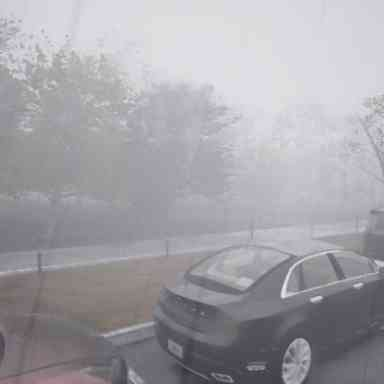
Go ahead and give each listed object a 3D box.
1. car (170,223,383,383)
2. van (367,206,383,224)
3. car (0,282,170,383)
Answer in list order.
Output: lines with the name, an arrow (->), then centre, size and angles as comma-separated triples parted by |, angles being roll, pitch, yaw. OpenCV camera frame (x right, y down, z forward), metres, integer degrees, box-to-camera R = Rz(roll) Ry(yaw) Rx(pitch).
car -> 1.743, 1.490, 5.274 | 4.892, 1.521, 2.231 | -1, 0, -37
van -> 6.395, 1.301, 8.543 | 4.442, 1.987, 1.878 | 0, 0, -33
car -> -2.763, 1.506, 2.102 | 4.792, 1.488, 2.163 | -1, 0, -37
